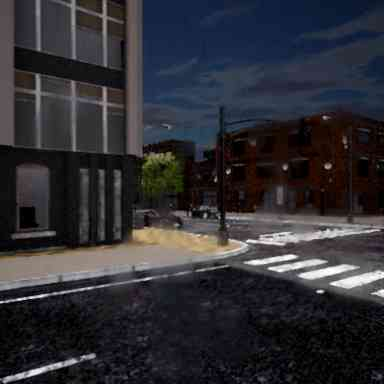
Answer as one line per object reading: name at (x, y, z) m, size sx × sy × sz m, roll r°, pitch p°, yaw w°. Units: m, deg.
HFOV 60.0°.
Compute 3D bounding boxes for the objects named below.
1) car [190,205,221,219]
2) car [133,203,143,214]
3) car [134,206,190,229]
car at (1.221, 2.089, 35.253) m, size 2.008 × 1.369 × 4.403 m, roll -1°, pitch 0°, yaw -37°
car at (-8.360, 2.335, 47.899) m, size 2.008 × 1.369 × 4.403 m, roll -1°, pitch 0°, yaw -37°
car at (-2.398, 2.037, 25.658) m, size 1.947 × 1.339 × 4.313 m, roll -1°, pitch 0°, yaw -37°
